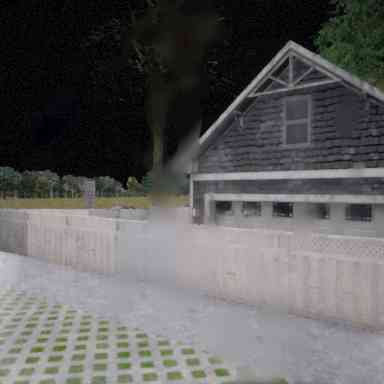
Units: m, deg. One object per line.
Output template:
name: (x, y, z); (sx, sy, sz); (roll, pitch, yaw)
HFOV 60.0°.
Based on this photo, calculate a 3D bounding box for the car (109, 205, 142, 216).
car: (-6.308, 1.859, 29.100); (1.994, 1.385, 4.181); (0, -1, 34)

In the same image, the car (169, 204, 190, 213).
car: (-0.641, 2.033, 37.152); (1.895, 1.301, 4.718); (0, -1, 35)
